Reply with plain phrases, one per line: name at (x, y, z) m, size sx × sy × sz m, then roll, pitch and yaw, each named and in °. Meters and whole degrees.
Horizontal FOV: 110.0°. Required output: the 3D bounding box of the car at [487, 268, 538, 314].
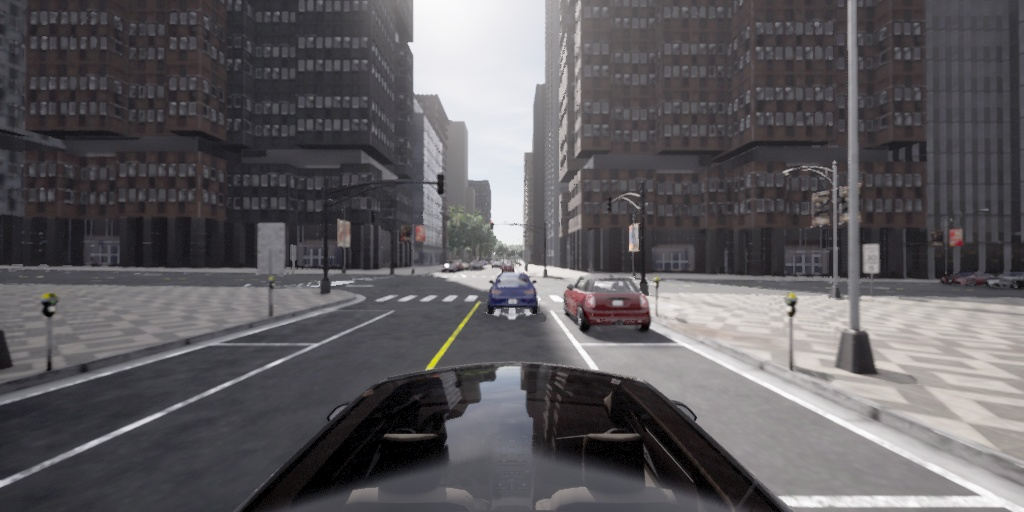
car at (0.035, 1.385, 14.332) m, size 1.812 × 1.442 × 4.674 m, roll 0°, pitch 0°, yaw 0°

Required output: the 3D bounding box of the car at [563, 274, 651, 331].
car at (2.764, 1.273, 11.305) m, size 1.967 × 1.591 × 4.097 m, roll 0°, pitch 0°, yaw 0°

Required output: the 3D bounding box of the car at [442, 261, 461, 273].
car at (-9.115, 1.765, 52.647) m, size 1.948 × 1.339 × 4.313 m, roll 0°, pitch 0°, yaw 0°

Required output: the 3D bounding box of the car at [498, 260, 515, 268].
car at (-0.590, 1.640, 52.696) m, size 1.967 × 1.591 × 4.097 m, roll 0°, pitch 0°, yaw 0°

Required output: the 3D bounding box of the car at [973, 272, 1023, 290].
car at (44.602, 2.172, 31.505) m, size 4.902 × 1.511 × 2.128 m, roll 1°, pitch 0°, yaw 0°

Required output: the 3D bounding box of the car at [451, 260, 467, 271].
car at (-9.149, 1.573, 58.072) m, size 2.192 × 1.841 × 5.009 m, roll 0°, pitch 0°, yaw 0°

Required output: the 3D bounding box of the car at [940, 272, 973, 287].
car at (44.448, 2.267, 34.757) m, size 4.181 × 1.385 × 1.994 m, roll 1°, pitch 0°, yaw 0°
